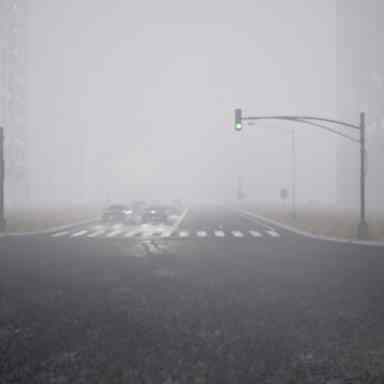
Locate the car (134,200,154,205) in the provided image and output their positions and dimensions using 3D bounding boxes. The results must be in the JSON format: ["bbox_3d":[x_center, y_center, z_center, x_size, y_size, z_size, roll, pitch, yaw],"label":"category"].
[{"bbox_3d":[-5.980,1.691,37.723,2.097,1.767,4.553,0,-1,1],"label":"car"}]

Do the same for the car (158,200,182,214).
[{"bbox_3d":[-2.679,1.943,40.601,1.895,1.301,4.718,0,0,1],"label":"car"}]

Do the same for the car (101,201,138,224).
[{"bbox_3d":[-6.136,1.768,27.755,1.837,1.490,4.892,0,0,1],"label":"car"}]

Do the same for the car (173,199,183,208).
[{"bbox_3d":[-2.532,1.952,55.506,1.837,1.490,4.892,0,0,0],"label":"car"}]

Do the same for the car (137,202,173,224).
[{"bbox_3d":[-2.896,1.806,27.089,1.994,1.385,4.181,0,0,1],"label":"car"}]

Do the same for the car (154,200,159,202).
[{"bbox_3d":[-5.796,1.979,53.698,1.812,1.442,4.674,0,0,0],"label":"car"}]
